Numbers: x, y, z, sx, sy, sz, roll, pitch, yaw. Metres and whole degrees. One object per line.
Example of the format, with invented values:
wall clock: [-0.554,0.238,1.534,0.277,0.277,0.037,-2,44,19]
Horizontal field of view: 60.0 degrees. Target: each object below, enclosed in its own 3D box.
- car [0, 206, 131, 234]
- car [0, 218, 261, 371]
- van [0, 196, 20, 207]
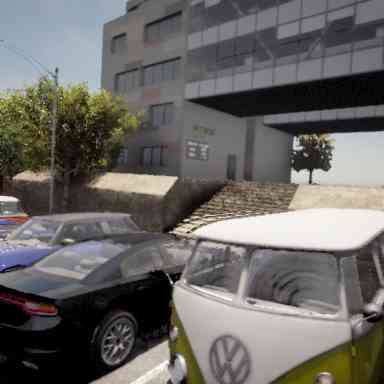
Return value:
car: [-3.006,1.294,7.463,2.185,1.767,4.553,1,0,36]
car: [-0.854,1.444,5.884,2.097,1.535,5.008,1,0,35]
van: [-7.503,1.144,10.776,1.878,1.987,4.442,1,0,35]
